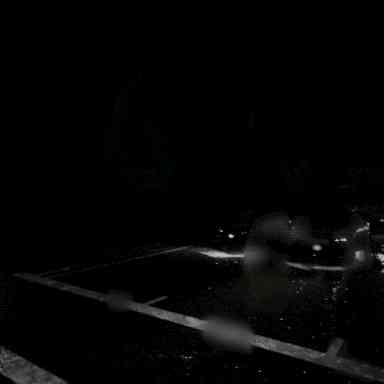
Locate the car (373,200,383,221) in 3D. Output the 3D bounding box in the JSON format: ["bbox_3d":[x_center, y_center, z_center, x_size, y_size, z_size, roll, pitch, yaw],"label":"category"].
[{"bbox_3d":[16.369,1.475,27.477,1.882,1.535,5.008,0,0,36],"label":"car"}]

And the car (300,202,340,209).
[{"bbox_3d":[8.219,1.557,22.279,1.994,1.385,4.181,0,0,36],"label":"car"}]

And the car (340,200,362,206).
[{"bbox_3d":[13.179,1.557,29.058,1.994,1.385,4.181,0,0,35],"label":"car"}]

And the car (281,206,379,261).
[{"bbox_3d":[5.376,1.489,12.470,2.128,1.511,4.902,0,0,36],"label":"car"}]

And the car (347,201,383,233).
[{"bbox_3d":[10.857,1.523,19.933,1.812,1.442,4.674,0,0,36],"label":"car"}]

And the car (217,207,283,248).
[{"bbox_3d":[2.977,1.498,15.116,1.837,1.490,4.892,0,0,36],"label":"car"}]
